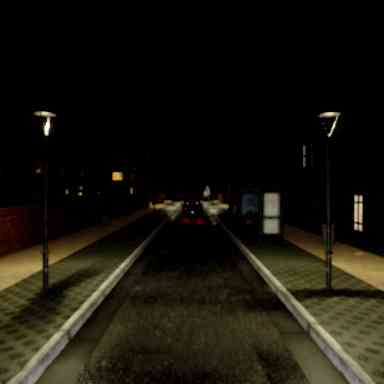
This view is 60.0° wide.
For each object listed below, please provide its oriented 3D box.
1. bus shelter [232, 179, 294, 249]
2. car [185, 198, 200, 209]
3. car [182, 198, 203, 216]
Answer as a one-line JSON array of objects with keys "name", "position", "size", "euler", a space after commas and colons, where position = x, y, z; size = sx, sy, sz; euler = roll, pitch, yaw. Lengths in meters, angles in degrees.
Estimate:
[{"name": "bus shelter", "position": [3.021, 0.831, 14.968], "size": [1.920, 2.740, 3.880], "euler": [1, 1, 0]}, {"name": "car", "position": [0.060, 1.501, 44.615], "size": [1.895, 1.301, 4.718], "euler": [0, 0, 0]}, {"name": "car", "position": [0.063, 1.520, 31.666], "size": [1.895, 1.301, 4.718], "euler": [0, 0, 0]}]
